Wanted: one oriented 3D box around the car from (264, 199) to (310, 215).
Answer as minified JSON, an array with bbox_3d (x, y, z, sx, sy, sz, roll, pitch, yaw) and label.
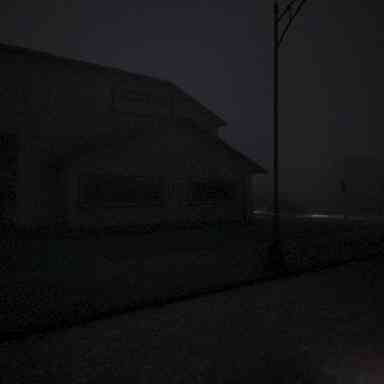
[{"bbox_3d":[9.553,1.507,33.635,1.837,1.490,4.892,0,0,-35],"label":"car"}]
